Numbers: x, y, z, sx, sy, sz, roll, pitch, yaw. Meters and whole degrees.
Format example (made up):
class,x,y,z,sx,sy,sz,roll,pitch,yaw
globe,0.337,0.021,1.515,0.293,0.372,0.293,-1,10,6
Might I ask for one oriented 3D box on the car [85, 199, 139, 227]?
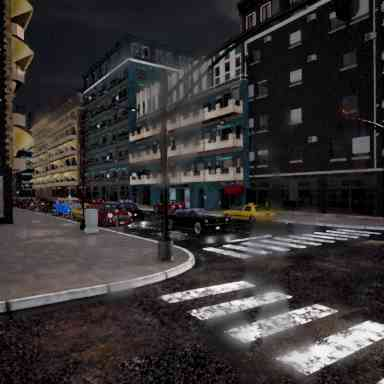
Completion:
class,x,y,z,sx,sy,sz,roll,pitch,yaw
car,-5.831,1.553,23.935,1.967,1.590,4.097,-1,1,-35

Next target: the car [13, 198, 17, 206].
class,x,y,z,sx,sy,sz,roll,pitch,yaw
car,-31.532,1.783,59.984,1.887,1.381,4.507,-1,1,-35

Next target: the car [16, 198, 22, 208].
class,x,y,z,sx,sy,sz,roll,pitch,yaw
car,-25.106,1.770,50.972,1.947,1.339,4.313,-1,1,-35

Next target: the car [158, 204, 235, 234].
class,x,y,z,sx,sy,sz,roll,pitch,yaw
car,0.136,1.658,20.031,1.895,1.301,4.718,-1,0,-35

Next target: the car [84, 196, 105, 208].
class,x,y,z,sx,sy,sz,roll,pitch,yaw
car,-15.072,1.502,51.329,1.967,1.590,4.097,-1,1,-35

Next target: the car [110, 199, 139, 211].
class,x,y,z,sx,sy,sz,roll,pitch,yaw
car,-8.644,1.582,42.317,2.008,1.369,4.403,-1,1,-35

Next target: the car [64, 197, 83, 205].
class,x,y,z,sx,sy,sz,roll,pitch,yaw
car,-21.496,1.646,60.342,2.008,1.369,4.403,-1,1,-35

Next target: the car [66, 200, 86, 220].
class,x,y,z,sx,sy,sz,roll,pitch,yaw
car,-8.943,1.652,28.302,1.752,1.417,4.829,-1,1,-35

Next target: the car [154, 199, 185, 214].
class,x,y,z,sx,sy,sz,roll,pitch,yaw
car,-2.220,1.441,33.304,1.967,1.590,4.097,-1,1,-35

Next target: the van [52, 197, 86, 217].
class,x,y,z,sx,sy,sz,roll,pitch,yaw
van,-12.257,1.483,32.945,1.690,1.788,3.998,-1,1,-35

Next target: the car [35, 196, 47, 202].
class,x,y,z,sx,sy,sz,roll,pitch,yaw
car,-37.560,1.729,82.873,1.887,1.381,4.507,-1,1,-35

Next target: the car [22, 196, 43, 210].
class,x,y,z,sx,sy,sz,roll,pitch,yaw
car,-21.895,1.628,46.465,1.967,1.590,4.097,-1,1,-35

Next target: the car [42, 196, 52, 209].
class,x,y,z,sx,sy,sz,roll,pitch,yaw
car,-19.335,1.639,47.477,2.128,1.511,4.902,-1,0,-35

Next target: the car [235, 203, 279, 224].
class,x,y,z,sx,sy,sz,roll,pitch,yaw
car,4.108,1.498,24.431,1.752,1.417,4.829,-1,1,-35

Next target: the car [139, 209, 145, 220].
class,x,y,z,sx,sy,sz,roll,pitch,yaw
car,-5.663,1.647,28.168,1.994,1.385,4.181,-1,0,-35

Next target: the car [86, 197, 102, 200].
class,x,y,z,sx,sy,sz,roll,pitch,yaw
car,-11.693,1.588,36.633,1.882,1.535,5.008,-1,0,-35

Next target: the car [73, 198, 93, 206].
class,x,y,z,sx,sy,sz,roll,pitch,yaw
car,-18.283,1.644,55.836,1.947,1.339,4.313,-1,1,-35
